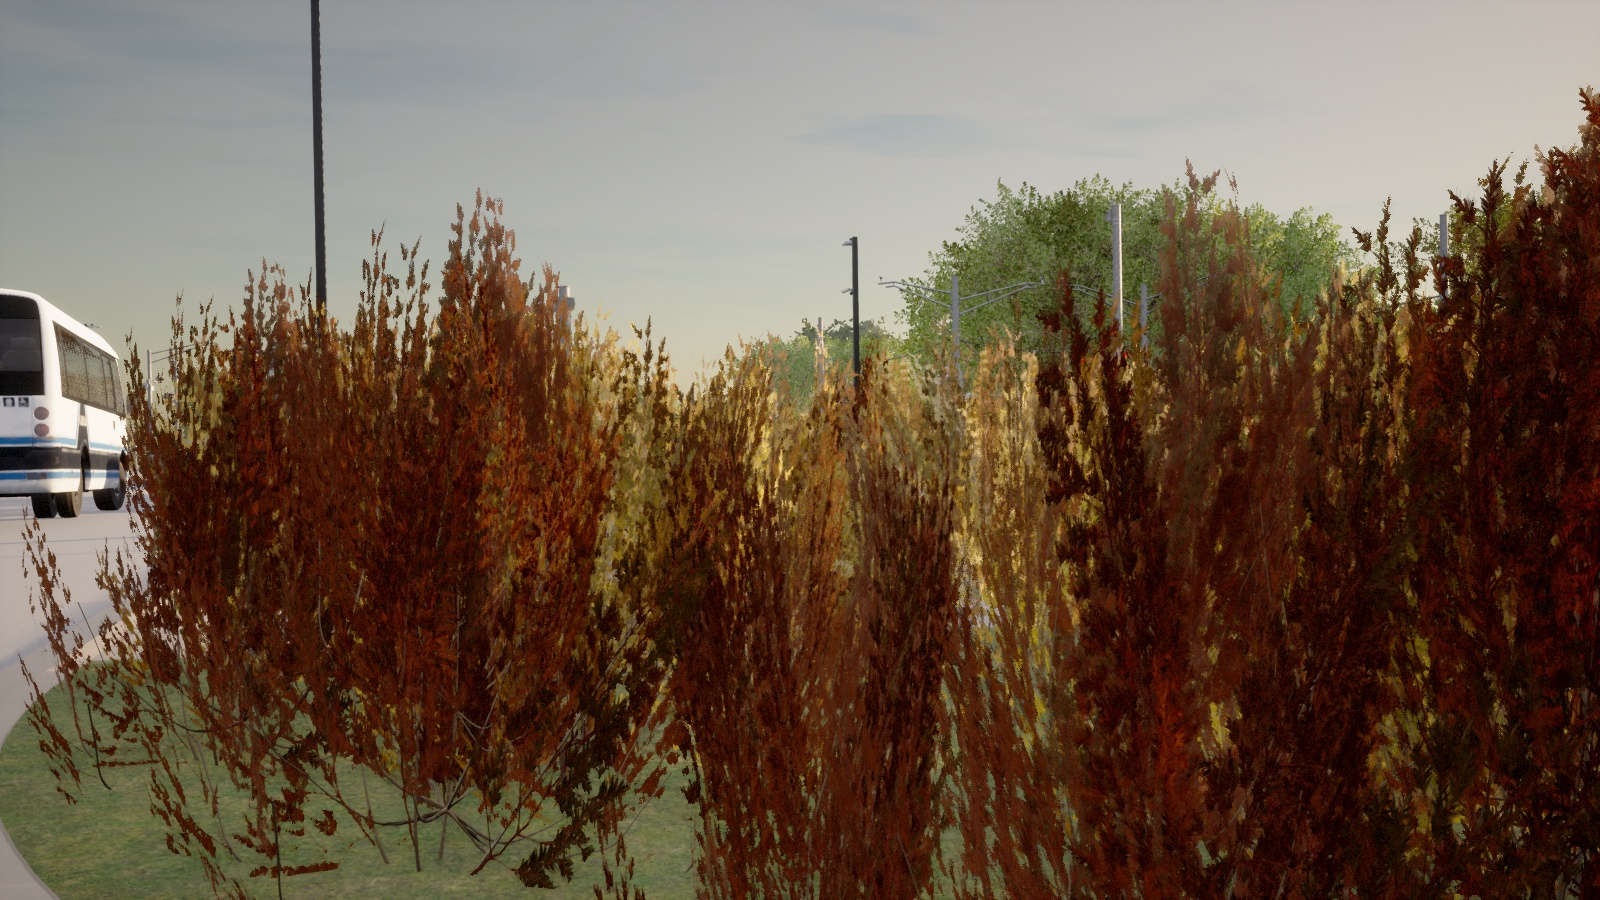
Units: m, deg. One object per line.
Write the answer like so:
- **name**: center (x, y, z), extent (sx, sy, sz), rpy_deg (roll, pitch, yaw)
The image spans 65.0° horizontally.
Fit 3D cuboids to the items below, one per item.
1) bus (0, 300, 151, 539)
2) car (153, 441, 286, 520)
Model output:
- **bus**: center (-16.762, -0.390, 26.896), extent (3.944, 4.253, 10.273), rpy_deg (-2, -1, -22)
- **car**: center (-13.868, 0.745, 30.303), extent (2.242, 1.667, 4.611), rpy_deg (-2, -1, -17)
